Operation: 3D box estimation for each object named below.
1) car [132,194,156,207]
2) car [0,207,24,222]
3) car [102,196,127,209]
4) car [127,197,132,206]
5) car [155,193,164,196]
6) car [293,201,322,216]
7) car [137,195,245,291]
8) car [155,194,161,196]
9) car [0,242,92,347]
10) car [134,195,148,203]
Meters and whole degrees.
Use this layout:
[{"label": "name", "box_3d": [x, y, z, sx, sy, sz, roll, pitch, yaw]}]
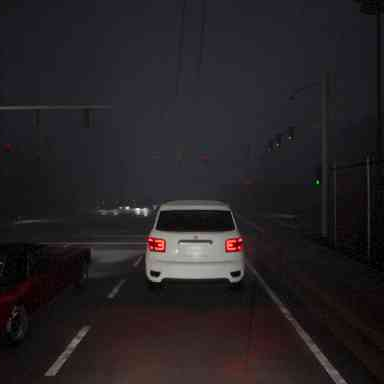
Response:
[{"label": "car", "box_3d": [-7.027, 1.491, 49.056, 2.128, 1.511, 4.902, 0, 0, 0]}, {"label": "car", "box_3d": [-16.129, 1.597, 25.803, 5.357, 1.411, 2.033, 0, 0, -5]}, {"label": "car", "box_3d": [-10.540, 1.352, 44.665, 2.097, 1.767, 4.553, 0, 0, 0]}, {"label": "car", "box_3d": [-10.525, 1.491, 53.882, 2.128, 1.511, 4.902, 0, 0, 0]}, {"label": "car", "box_3d": [-6.916, 1.224, 69.028, 2.150, 2.045, 5.566, 0, 0, 0]}, {"label": "car", "box_3d": [12.406, 1.581, 32.742, 4.674, 1.442, 1.812, 0, 0, -2]}, {"label": "car", "box_3d": [0.083, 1.221, 9.175, 2.150, 2.045, 5.566, 0, 0, 0]}, {"label": "car", "box_3d": [-7.005, 1.525, 58.315, 1.812, 1.442, 4.674, 0, 0, 0]}, {"label": "car", "box_3d": [-3.435, 1.601, 6.249, 1.895, 1.301, 4.718, 0, 0, 1]}, {"label": "car", "box_3d": [-10.417, 1.492, 68.681, 2.128, 1.511, 4.902, 0, 0, 0]}]
